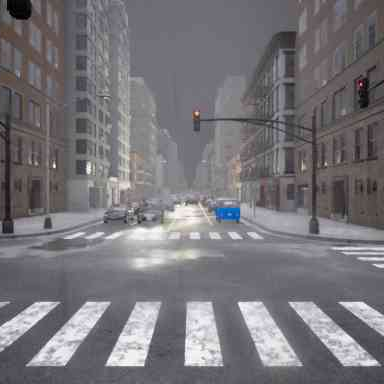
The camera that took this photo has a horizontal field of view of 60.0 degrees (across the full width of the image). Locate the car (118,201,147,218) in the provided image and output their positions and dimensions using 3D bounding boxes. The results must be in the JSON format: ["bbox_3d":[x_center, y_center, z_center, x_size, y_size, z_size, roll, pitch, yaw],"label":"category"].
[{"bbox_3d":[-5.414,1.543,30.682,1.887,1.381,4.507,0,0,0],"label":"car"}]

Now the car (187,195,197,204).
[{"bbox_3d":[-0.055,1.459,65.145,1.882,1.535,5.008,0,0,0],"label":"car"}]

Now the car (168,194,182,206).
[{"bbox_3d":[-2.839,1.553,55.474,1.994,1.385,4.181,0,0,0],"label":"car"}]

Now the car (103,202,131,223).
[{"bbox_3d":[-5.410,1.549,25.000,2.008,1.369,4.403,0,0,0],"label":"car"}]

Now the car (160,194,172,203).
[{"bbox_3d":[-5.447,1.292,70.455,2.192,1.841,5.009,0,0,0],"label":"car"}]

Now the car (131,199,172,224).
[{"bbox_3d":[-2.858,1.490,24.550,2.128,1.511,4.902,0,0,-1],"label":"car"}]

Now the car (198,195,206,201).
[{"bbox_3d":[2.564,1.530,87.510,1.947,1.339,4.313,0,0,0],"label":"car"}]

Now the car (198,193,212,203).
[{"bbox_3d":[2.593,1.305,53.422,2.192,1.841,5.009,0,0,0],"label":"car"}]

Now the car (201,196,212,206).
[{"bbox_3d":[2.597,1.576,47.741,1.802,1.307,4.206,0,0,0],"label":"car"}]

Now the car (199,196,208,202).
[{"bbox_3d":[2.574,1.524,76.147,2.008,1.369,4.403,0,0,0],"label":"car"}]

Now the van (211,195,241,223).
[{"bbox_3d":[2.615,1.340,25.016,1.690,1.788,3.998,0,0,0],"label":"van"}]

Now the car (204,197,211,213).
[{"bbox_3d":[2.606,1.580,36.378,1.802,1.307,4.206,0,0,0],"label":"car"}]

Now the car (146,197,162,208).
[{"bbox_3d":[-5.428,1.519,47.558,1.752,1.417,4.829,0,0,0],"label":"car"}]

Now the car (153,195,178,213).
[{"bbox_3d":[-2.880,1.476,36.523,1.882,1.535,5.008,0,0,0],"label":"car"}]

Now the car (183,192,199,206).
[{"bbox_3d":[-0.047,1.341,55.113,2.097,1.767,4.553,0,0,0],"label":"car"}]

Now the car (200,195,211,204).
[{"bbox_3d":[2.583,1.422,64.785,1.967,1.590,4.097,0,0,0],"label":"car"}]

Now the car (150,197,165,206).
[{"bbox_3d":[-5.433,1.556,53.410,1.947,1.339,4.313,0,0,0],"label":"car"}]

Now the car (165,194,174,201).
[{"bbox_3d":[-5.456,1.409,81.819,1.967,1.590,4.097,0,0,0],"label":"car"}]
